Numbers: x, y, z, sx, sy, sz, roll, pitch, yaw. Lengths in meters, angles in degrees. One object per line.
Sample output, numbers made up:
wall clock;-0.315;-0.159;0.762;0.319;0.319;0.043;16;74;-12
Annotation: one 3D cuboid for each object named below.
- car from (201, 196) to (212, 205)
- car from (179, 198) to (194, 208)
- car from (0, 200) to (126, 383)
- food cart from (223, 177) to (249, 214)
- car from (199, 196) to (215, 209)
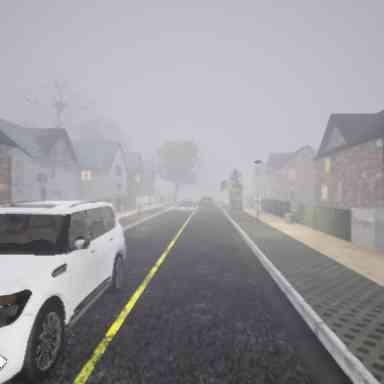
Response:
car;2.690;1.515;60.362;1.837;1.490;4.892;0;0;3
car;-0.722;1.532;47.838;1.994;1.385;4.181;0;0;3
car;-2.692;1.199;5.764;2.150;2.045;5.566;0;0;2
food cart;4.471;0.427;34.593;2.280;3.560;4.660;-1;-1;3
car;1.985;1.319;44.858;2.097;1.767;4.553;0;0;3
